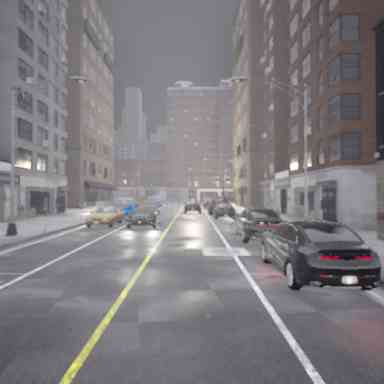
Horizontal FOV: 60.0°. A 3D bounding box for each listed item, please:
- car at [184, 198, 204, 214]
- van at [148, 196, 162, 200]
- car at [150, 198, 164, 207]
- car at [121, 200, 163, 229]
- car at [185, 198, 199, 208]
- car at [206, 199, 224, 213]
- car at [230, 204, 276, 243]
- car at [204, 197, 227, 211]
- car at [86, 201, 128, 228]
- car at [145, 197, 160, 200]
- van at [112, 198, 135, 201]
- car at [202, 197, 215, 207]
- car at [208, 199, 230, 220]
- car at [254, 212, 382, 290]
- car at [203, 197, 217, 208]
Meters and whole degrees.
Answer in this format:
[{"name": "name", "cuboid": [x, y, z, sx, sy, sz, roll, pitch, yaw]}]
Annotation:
[{"name": "car", "cuboid": [0.097, 1.596, 36.660, 1.812, 1.442, 4.674, 0, 0, 1]}, {"name": "van", "cuboid": [-5.830, 1.460, 50.287, 1.690, 1.788, 3.998, 1, 0, 0]}, {"name": "car", "cuboid": [-5.831, 1.684, 55.769, 1.887, 1.381, 4.507, 1, 0, 0]}, {"name": "car", "cuboid": [-3.090, 1.533, 21.988, 1.837, 1.490, 4.892, 0, 0, 0]}, {"name": "car", "cuboid": [0.062, 1.668, 50.479, 2.033, 1.411, 5.357, 0, 0, 1]}, {"name": "car", "cuboid": [2.689, 1.605, 39.487, 1.752, 1.417, 4.829, 1, 0, 0]}, {"name": "car", "cuboid": [3.151, 1.522, 16.070, 1.837, 1.490, 4.892, 0, 0, 0]}, {"name": "car", "cuboid": [2.690, 1.375, 33.834, 2.192, 1.841, 5.009, 1, 0, 0]}, {"name": "car", "cuboid": [-5.840, 1.556, 22.705, 1.752, 1.417, 4.829, 1, 0, 0]}, {"name": "car", "cuboid": [-5.835, 1.665, 44.804, 1.947, 1.339, 4.313, 1, 0, 0]}, {"name": "van", "cuboid": [-5.837, 1.386, 28.358, 1.690, 1.788, 3.998, 1, 0, 0]}, {"name": "car", "cuboid": [2.696, 1.580, 55.765, 1.967, 1.590, 4.097, 1, 0, 0]}, {"name": "car", "cuboid": [2.685, 1.595, 28.352, 2.008, 1.369, 4.403, 1, 0, 0]}, {"name": "car", "cuboid": [3.149, 1.512, 9.069, 1.837, 1.490, 4.892, 0, 0, 0]}, {"name": "car", "cuboid": [2.694, 1.559, 50.282, 1.967, 1.590, 4.097, 1, 0, 0]}]
